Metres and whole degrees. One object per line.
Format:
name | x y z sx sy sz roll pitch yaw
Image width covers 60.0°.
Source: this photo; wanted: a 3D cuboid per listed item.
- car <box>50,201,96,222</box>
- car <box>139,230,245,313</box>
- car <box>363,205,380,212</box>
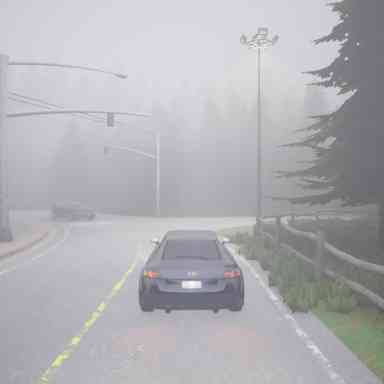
car | -9.520 1.504 26.431 4.892 1.490 1.837 0 0 43
car | -0.028 1.564 7.734 1.994 1.385 4.181 0 0 -1
car | 15.700 1.532 25.428 4.892 1.490 1.837 0 -2 9
